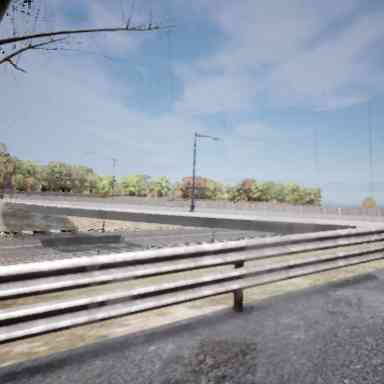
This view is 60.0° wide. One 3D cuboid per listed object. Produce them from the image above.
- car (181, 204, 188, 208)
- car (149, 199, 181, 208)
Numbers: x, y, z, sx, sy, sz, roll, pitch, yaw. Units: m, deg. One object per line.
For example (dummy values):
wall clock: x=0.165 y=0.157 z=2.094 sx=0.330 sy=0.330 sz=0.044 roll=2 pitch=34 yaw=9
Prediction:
car: x=-2.941 y=2.055 z=57.703 sx=5.008 sy=1.535 sz=1.882 roll=1 pitch=-2 yaw=31
car: x=-4.699 y=2.015 z=54.674 sx=4.718 sy=1.301 sz=1.895 roll=1 pitch=-2 yaw=31
